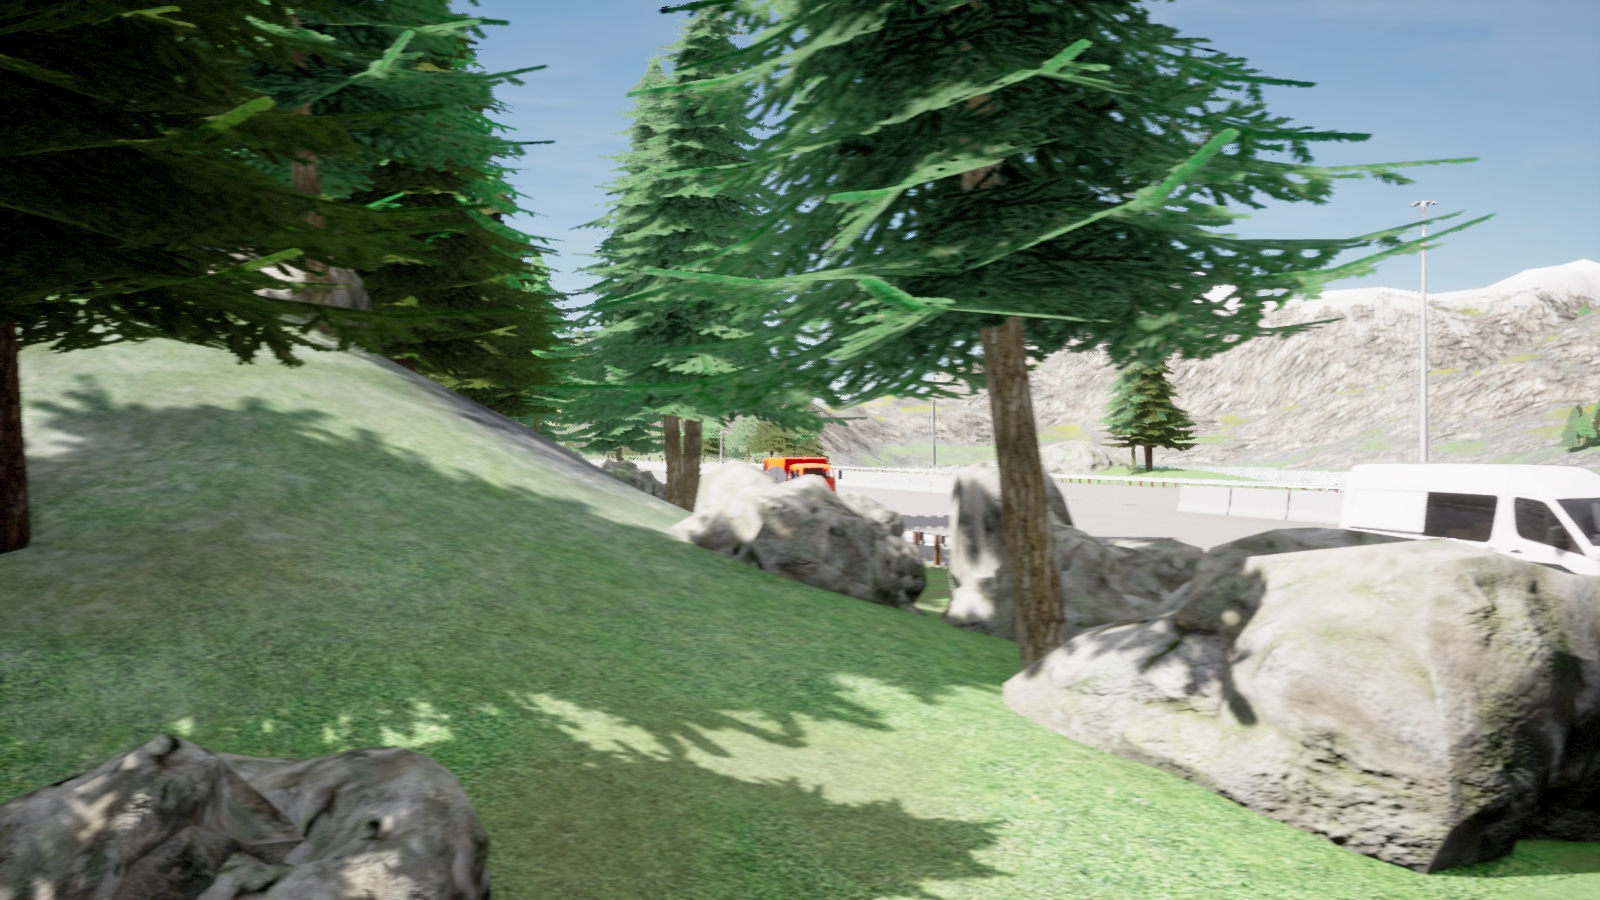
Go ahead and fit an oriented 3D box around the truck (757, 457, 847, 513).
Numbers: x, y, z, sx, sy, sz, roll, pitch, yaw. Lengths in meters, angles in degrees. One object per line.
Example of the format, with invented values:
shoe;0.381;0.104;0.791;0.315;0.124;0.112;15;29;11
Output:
truck;0.010;1.566;53.219;2.627;2.467;5.204;0;0;-19

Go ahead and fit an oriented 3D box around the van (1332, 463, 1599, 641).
van;11.998;1.531;19.184;1.988;2.561;5.915;0;0;-19
